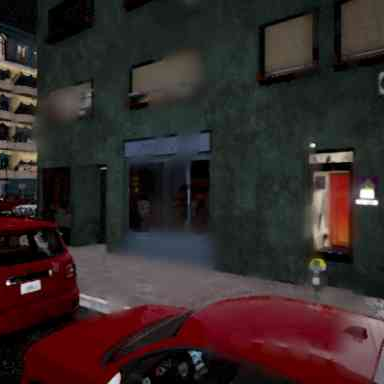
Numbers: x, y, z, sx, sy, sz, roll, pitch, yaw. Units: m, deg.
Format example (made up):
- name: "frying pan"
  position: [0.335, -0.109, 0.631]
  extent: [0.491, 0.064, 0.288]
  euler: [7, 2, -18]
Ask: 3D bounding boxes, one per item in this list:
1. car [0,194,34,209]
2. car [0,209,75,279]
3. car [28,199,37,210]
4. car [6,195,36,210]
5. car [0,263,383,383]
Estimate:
- name: "car"
  position: [-16.879, 1.138, 30.951]
  extent: [2.192, 1.841, 5.009]
  euler: [1, 2, 35]
- name: "car"
  position: [-4.059, 1.337, 5.757]
  extent: [5.009, 1.841, 2.192]
  euler: [0, 0, 35]
- name: "car"
  position: [-10.045, 1.426, 26.111]
  extent: [1.947, 1.339, 4.313]
  euler: [1, 2, 35]
- name: "car"
  position: [-13.988, 1.340, 30.590]
  extent: [1.812, 1.442, 4.674]
  euler: [0, 1, 35]
- name: "car"
  position: [0.445, 1.548, 2.550]
  extent: [4.507, 1.381, 1.887]
  euler: [0, 0, 35]
